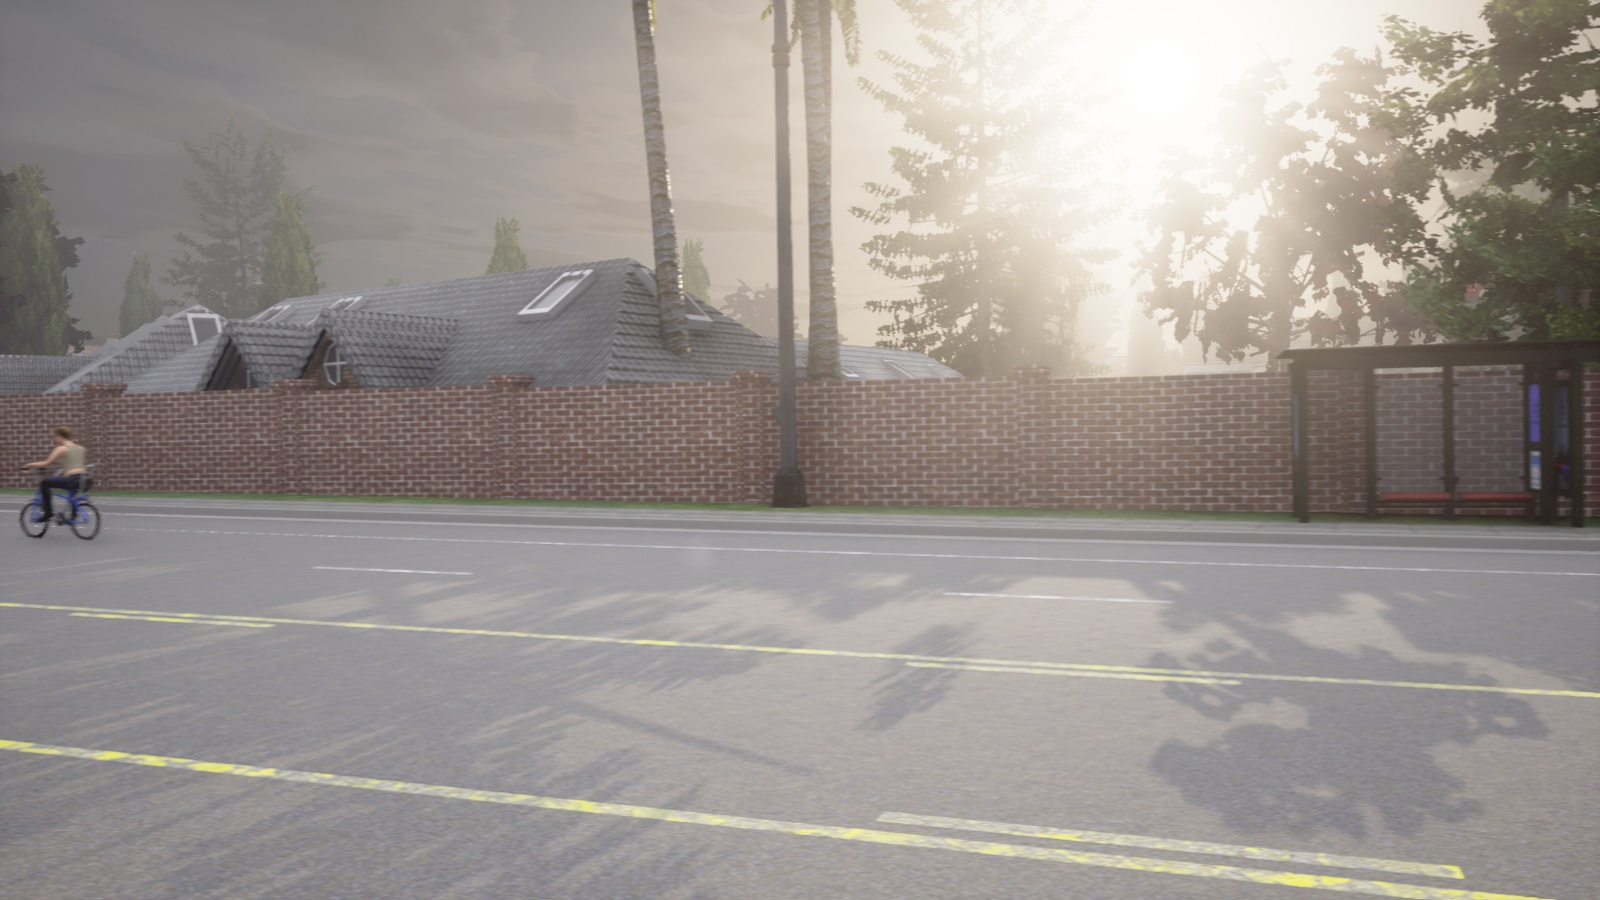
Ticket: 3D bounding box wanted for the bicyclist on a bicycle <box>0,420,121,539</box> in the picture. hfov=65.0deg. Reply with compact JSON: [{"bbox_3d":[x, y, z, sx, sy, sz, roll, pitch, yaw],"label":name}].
[{"bbox_3d":[-10.581,0.393,17.822,1.509,1.612,0.866,1,1,19],"label":"bicyclist on a bicycle"}]
